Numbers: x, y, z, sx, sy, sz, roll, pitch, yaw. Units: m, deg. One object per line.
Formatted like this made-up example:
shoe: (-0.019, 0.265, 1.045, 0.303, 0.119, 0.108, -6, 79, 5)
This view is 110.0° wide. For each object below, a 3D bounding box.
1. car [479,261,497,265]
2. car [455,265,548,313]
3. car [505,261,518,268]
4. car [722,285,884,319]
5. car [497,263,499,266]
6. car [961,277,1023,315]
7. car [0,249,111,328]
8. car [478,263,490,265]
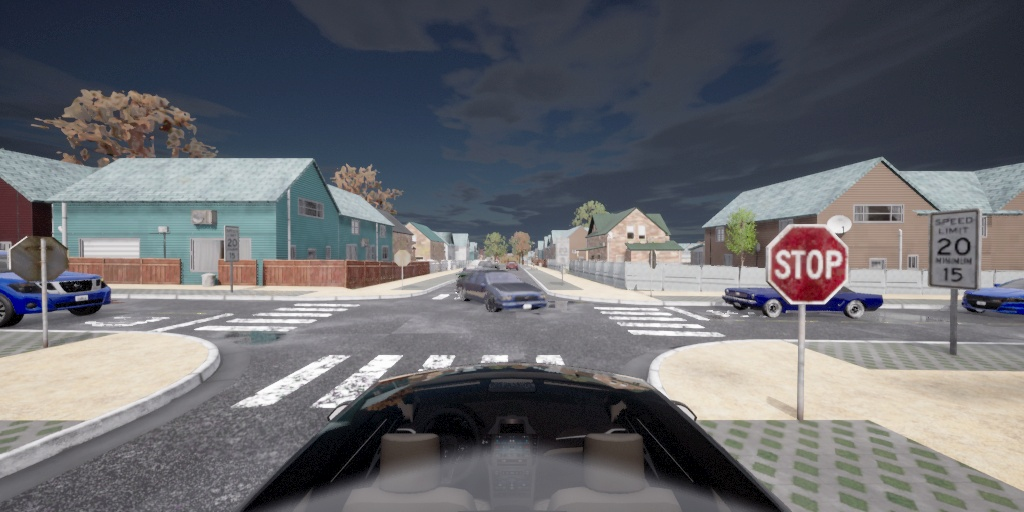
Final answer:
car: (-2.853, 1.340, 37.896, 1.837, 1.490, 4.892, 0, 0, 0)
car: (-0.690, 1.286, 14.457, 2.033, 1.411, 5.357, 1, 0, -27)
car: (-0.009, 1.482, 55.155, 1.812, 1.442, 4.674, 0, 0, 0)
car: (10.487, 1.498, 13.221, 4.718, 1.301, 1.895, 1, 1, -1)
car: (-2.828, 1.530, 51.800, 1.895, 1.301, 4.718, 0, 0, 1)
car: (19.863, 1.504, 13.262, 5.008, 1.535, 1.882, 1, 1, 0)
car: (-15.119, 0.821, 10.282, 5.566, 2.045, 2.150, 1, 1, 0)
car: (-2.854, 1.388, 25.636, 1.895, 1.301, 4.718, 0, 0, 0)
